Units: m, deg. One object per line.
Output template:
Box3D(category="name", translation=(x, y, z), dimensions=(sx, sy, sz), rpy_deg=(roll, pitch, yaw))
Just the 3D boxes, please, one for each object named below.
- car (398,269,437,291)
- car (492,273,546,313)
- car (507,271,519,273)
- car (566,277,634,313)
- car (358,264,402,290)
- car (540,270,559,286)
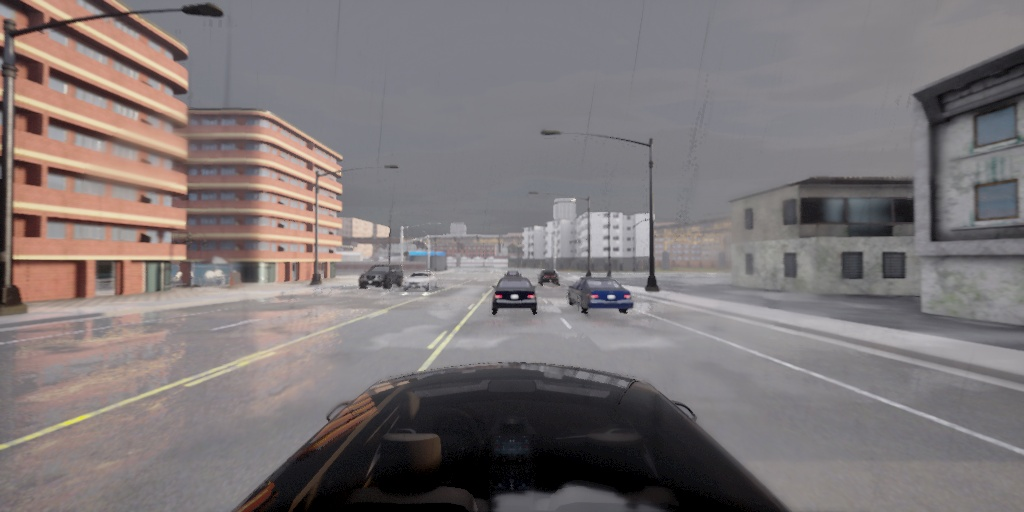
Box3D(category="car", translation=(-7.095, 1.938, 28.125), dimensions=(1.812, 1.442, 4.674), rpy_deg=(0, -2, 0))
Box3D(category="car", translation=(0.098, 1.601, 15.554), dimensions=(2.033, 1.411, 5.357), rpy_deg=(0, -2, 0))
Box3D(category="car", translation=(0.091, 2.207, 36.176), dimensions=(1.994, 1.385, 4.181), rpy_deg=(0, -2, 0))
Box3D(category="car", translation=(3.597, 1.600, 15.512), dimensions=(2.033, 1.411, 5.357), rpy_deg=(0, -2, 0))
Box3D(category="car", translation=(-10.606, 1.675, 29.582), dimensions=(2.150, 2.045, 5.566), rpy_deg=(0, -2, 0))
Box3D(category="car", translation=(3.593, 2.139, 35.890), dimensions=(1.837, 1.490, 4.892), rpy_deg=(0, -2, 0))
